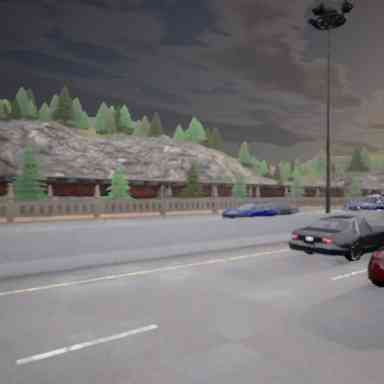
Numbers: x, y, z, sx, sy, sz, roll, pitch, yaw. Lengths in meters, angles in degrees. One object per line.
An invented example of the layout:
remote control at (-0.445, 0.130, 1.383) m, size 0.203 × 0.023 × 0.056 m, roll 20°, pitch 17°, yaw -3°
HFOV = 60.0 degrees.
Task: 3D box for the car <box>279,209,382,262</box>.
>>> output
car at (5.850, 1.568, 12.223) m, size 5.357 × 1.411 × 2.033 m, roll 0°, pitch 0°, yaw -36°

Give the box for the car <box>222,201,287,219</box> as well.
car at (4.400, 1.508, 24.325) m, size 5.008 × 1.535 × 1.882 m, roll 0°, pitch 0°, yaw -35°

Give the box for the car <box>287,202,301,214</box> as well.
car at (7.886, 1.589, 31.111) m, size 5.357 × 1.411 × 2.033 m, roll 0°, pitch 0°, yaw -35°

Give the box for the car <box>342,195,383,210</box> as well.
car at (14.597, 1.270, 27.268) m, size 5.566 × 2.045 × 2.150 m, roll 0°, pitch 0°, yaw -35°

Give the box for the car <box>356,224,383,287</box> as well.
car at (6.158, 1.581, 8.143) m, size 4.181 × 1.385 × 1.994 m, roll 0°, pitch 0°, yaw -36°
